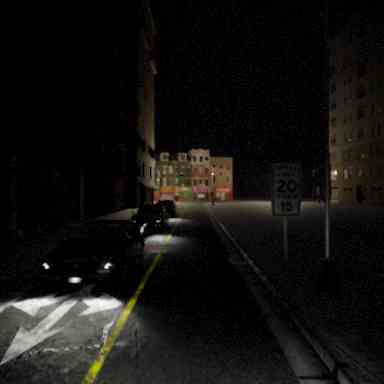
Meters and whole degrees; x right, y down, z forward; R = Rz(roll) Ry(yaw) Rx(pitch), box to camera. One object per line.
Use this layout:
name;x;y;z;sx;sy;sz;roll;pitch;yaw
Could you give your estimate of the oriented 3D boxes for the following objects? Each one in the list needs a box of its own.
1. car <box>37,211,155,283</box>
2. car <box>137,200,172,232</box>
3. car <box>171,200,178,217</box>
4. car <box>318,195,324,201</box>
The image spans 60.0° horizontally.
car;-2.535;1.536;9.910;2.033;1.411;5.357;0;0;1
car;-2.448;1.484;20.053;1.837;1.490;4.892;0;0;1
car;-2.356;1.479;30.394;1.837;1.490;4.892;0;0;1
car;29.755;1.379;72.012;5.008;1.535;1.882;0;0;-9
